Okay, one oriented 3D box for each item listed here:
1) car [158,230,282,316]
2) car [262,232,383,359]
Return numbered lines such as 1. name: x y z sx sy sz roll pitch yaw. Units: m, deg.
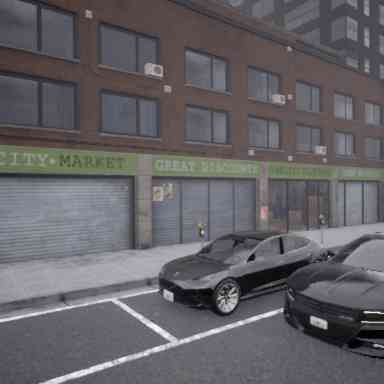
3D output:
1. car: 1.328 1.570 7.498 4.313 1.339 1.947 0 -1 -36
2. car: 3.731 1.482 5.929 5.008 1.535 1.882 0 0 -36
